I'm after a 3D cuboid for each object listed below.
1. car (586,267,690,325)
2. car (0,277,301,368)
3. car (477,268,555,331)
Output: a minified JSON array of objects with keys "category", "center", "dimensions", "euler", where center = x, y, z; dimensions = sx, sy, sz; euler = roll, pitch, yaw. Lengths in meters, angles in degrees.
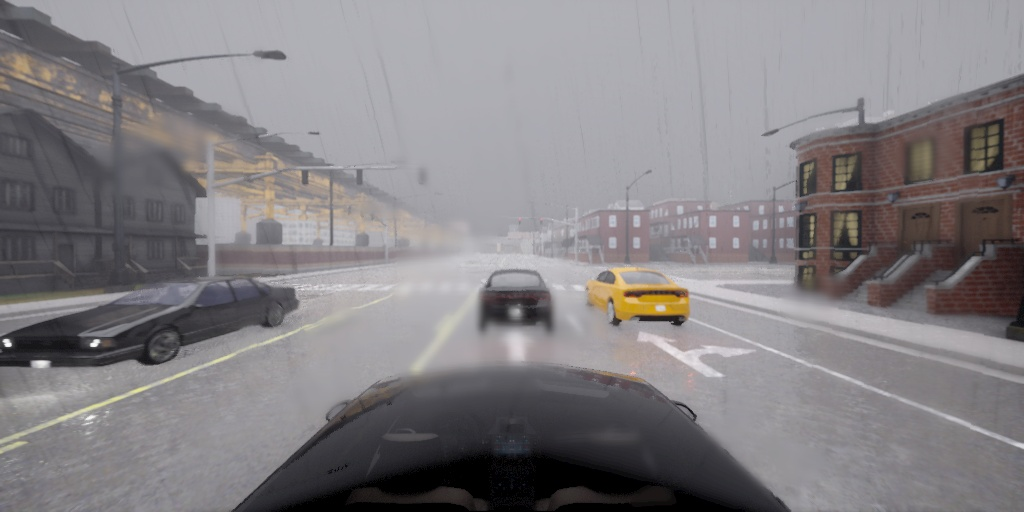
[{"category":"car","center":[3.604,1.085,11.160],"dimensions":[1.882,1.535,5.008],"euler":[0,1,0]},{"category":"car","center":[-7.068,1.201,8.042],"dimensions":[2.033,1.411,5.357],"euler":[0,1,0]},{"category":"car","center":[0.102,1.095,10.456],"dimensions":[1.882,1.535,5.008],"euler":[0,0,0]}]
